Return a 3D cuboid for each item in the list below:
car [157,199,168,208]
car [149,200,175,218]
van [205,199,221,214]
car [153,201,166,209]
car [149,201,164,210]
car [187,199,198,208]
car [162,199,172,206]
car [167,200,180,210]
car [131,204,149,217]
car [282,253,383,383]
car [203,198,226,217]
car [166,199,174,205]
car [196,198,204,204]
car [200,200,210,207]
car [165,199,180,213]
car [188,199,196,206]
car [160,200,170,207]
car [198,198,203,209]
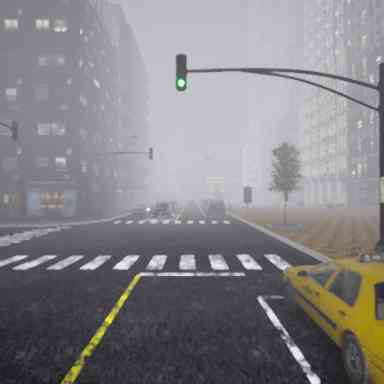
[{"bbox_3d":[-5.732,2.240,64.987,1.967,1.590,4.097,0,-1,0],"label":"car"},{"bbox_3d":[-3.121,1.928,35.550,1.837,1.490,4.892,0,-1,0],"label":"car"},{"bbox_3d":[2.660,1.855,42.888,1.690,1.788,3.998,0,-1,0],"label":"van"},{"bbox_3d":[-5.728,2.271,59.459,1.887,1.381,4.507,0,-1,0],"label":"car"},{"bbox_3d":[-5.725,2.205,53.933,2.008,1.369,4.403,0,-1,0],"label":"car"},{"bbox_3d":[-0.039,2.384,66.548,1.994,1.385,4.181,0,-1,0],"label":"car"},{"bbox_3d":[-5.739,2.386,76.039,1.967,1.590,4.097,0,-1,0],"label":"car"},{"bbox_3d":[-3.111,2.187,56.357,1.837,1.490,4.892,0,0,0],"label":"car"},{"bbox_3d":[-5.715,1.995,37.355,2.008,1.369,4.403,0,-1,0],"label":"car"},{"bbox_3d":[2.683,1.586,5.120,1.752,1.417,4.829,0,-1,0],"label":"car"},{"bbox_3d":[2.664,1.760,37.363,2.192,1.841,5.009,0,-1,0],"label":"car"},{"bbox_3d":[-5.744,2.617,86.921,1.752,1.417,4.829,0,-1,0],"label":"car"},{"bbox_3d":[2.333,2.567,95.590,2.097,1.767,4.553,0,-1,0],"label":"car"},{"bbox_3d":[2.645,2.417,70.517,1.887,1.381,4.507,0,-1,0],"label":"car"},{"bbox_3d":[-3.123,2.044,45.950,2.128,1.511,4.902,0,-1,0],"label":"car"},{"bbox_3d":[-0.044,2.344,76.551,1.882,1.535,5.008,0,-1,0],"label":"car"},{"bbox_3d":[-5.735,2.454,70.512,1.802,1.307,4.206,0,-1,0],"label":"car"},{"bbox_3d":[2.651,2.042,59.467,2.192,1.841,5.009,0,-1,0],"label":"car"}]
